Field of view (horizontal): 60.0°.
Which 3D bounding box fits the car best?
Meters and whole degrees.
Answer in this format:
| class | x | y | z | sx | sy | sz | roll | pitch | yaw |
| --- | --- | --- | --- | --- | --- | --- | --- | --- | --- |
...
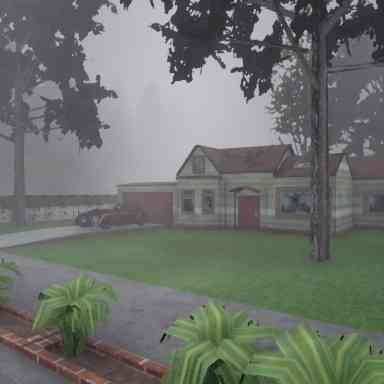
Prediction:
| class | x | y | z | sx | sy | sz | roll | pitch | yaw |
| --- | --- | --- | --- | --- | --- | --- | --- | --- | --- |
| car | -4.458 | 1.300 | 18.838 | 1.994 | 1.381 | 4.181 | 0 | 0 | 36 |
